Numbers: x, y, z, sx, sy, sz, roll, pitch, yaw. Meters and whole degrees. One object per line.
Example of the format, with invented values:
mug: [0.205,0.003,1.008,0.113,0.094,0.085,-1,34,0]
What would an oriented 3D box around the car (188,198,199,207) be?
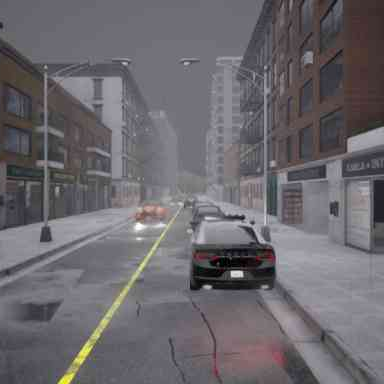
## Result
car: [0.864,1.470,25.071,1.882,1.535,5.008,0,0,0]

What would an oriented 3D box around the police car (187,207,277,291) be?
police car: [0.888,1.424,9.181,1.930,1.638,5.238,0,0,0]

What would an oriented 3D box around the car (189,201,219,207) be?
car: [0.873,1.501,19.071,1.837,1.490,4.892,0,0,0]

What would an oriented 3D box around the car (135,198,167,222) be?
car: [-3.138,1.343,26.375,2.097,1.767,4.553,0,0,0]

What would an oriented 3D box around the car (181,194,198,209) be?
car: [-0.054,1.327,45.961,2.097,1.767,4.553,0,0,0]

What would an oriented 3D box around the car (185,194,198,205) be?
car: [-0.086,1.311,59.548,2.097,1.767,4.553,0,0,0]

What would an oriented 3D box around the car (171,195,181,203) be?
car: [-3.117,1.303,67.127,2.097,1.767,4.553,0,0,0]
